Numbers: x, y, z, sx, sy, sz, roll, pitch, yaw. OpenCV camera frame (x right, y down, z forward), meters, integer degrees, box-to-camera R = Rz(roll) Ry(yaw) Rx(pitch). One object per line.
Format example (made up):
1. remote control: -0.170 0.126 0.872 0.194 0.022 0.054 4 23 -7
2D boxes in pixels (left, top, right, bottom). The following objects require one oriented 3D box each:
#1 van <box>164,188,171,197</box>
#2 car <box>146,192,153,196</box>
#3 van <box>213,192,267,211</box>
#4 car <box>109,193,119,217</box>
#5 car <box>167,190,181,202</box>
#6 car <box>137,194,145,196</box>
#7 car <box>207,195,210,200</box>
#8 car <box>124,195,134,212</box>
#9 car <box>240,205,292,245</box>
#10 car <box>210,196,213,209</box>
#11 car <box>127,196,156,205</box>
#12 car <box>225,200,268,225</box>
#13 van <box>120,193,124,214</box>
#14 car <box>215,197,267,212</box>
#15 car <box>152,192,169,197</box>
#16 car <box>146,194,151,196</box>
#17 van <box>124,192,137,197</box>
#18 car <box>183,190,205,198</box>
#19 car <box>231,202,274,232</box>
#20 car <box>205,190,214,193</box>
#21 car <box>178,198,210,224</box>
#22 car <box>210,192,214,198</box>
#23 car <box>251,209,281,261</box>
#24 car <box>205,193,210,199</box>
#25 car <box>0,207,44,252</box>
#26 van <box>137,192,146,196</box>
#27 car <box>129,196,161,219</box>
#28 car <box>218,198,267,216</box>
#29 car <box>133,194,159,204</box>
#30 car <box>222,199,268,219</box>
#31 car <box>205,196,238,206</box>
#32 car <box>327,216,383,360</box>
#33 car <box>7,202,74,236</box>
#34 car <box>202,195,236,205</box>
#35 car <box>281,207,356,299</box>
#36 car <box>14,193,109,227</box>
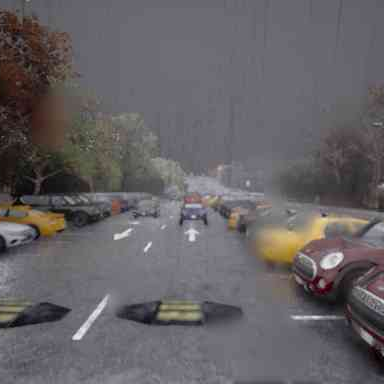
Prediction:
1. van: -8.719 0.483 92.462 4.442 1.987 1.878 1 0 0
2. car: -8.591 1.075 48.875 5.566 2.045 2.435 0 0 0
3. van: 4.410 1.110 29.425 4.442 1.987 1.878 0 0 0
4. car: -8.523 1.111 23.952 5.566 2.045 2.435 0 0 0
5. car: -3.519 1.040 69.444 2.150 2.045 5.566 0 0 0
6. car: -8.587 1.332 40.440 4.792 1.488 2.163 0 0 0
7. car: 4.529 1.305 37.755 4.892 1.521 2.231 0 0 0
8. car: -8.560 1.322 32.263 5.008 1.535 2.097 0 0 0
9. car: 4.540 1.418 12.769 4.892 1.521 2.231 0 0 0
10. car: 4.496 1.352 32.203 4.792 1.488 2.163 0 0 0
11. car: -8.563 1.398 57.184 4.674 1.452 2.002 0 0 0
12. car: 4.717 1.387 18.321 5.366 1.575 1.946 0 0 0
13. van: -8.670 1.110 29.492 4.442 1.987 1.878 0 0 0
14. car: 4.557 1.379 26.650 4.792 1.488 2.163 0 0 0
15. car: -8.847 0.737 95.137 4.674 1.452 2.002 0 0 0
16. car: -8.533 1.345 46.105 4.792 1.488 2.163 0 0 0
17. van: -8.448 1.085 35.048 4.442 1.987 1.878 0 0 0
18. car: 0.079 1.045 41.107 2.150 2.045 5.566 0 0 0
19. car: 4.526 1.405 15.545 4.892 1.521 2.231 0 0 0
20. car: 4.485 1.107 57.178 5.566 2.045 2.435 0 0 0
21. car: 0.086 1.410 23.637 1.812 1.442 4.674 0 0 0
22. car: 4.493 1.186 34.975 4.553 1.767 2.185 0 0 0
23. car: 4.721 1.428 9.993 5.366 1.575 1.946 0 0 0
24. car: 4.706 1.304 43.176 5.366 1.575 1.946 0 0 0
25. car: -8.549 1.457 12.747 4.674 1.452 2.002 0 0 0
26. van: -8.676 1.081 43.211 4.442 1.987 1.878 0 0 0
27. car: -3.610 1.371 27.287 1.837 1.490 4.892 0 0 0
28. car: 4.558 1.393 23.874 4.792 1.488 2.163 0 0 0
29. car: -8.600 1.253 62.600 4.553 1.767 2.185 0 0 0
30. car: 4.559 1.406 21.098 4.792 1.488 2.163 0 0 0
31. car: 4.510 1.338 51.624 4.892 1.521 2.231 0 0 0
32. car: 4.569 1.332 4.440 4.553 1.767 2.185 0 0 0
33. car: -8.542 1.403 15.641 5.008 1.535 2.097 0 0 0
34. car: 4.330 1.344 54.401 5.366 1.575 1.946 0 0 0
35. car: 4.568 1.319 7.216 4.553 1.767 2.185 0 0 0
36. car: -8.522 1.125 21.182 5.566 2.045 2.435 0 0 0
